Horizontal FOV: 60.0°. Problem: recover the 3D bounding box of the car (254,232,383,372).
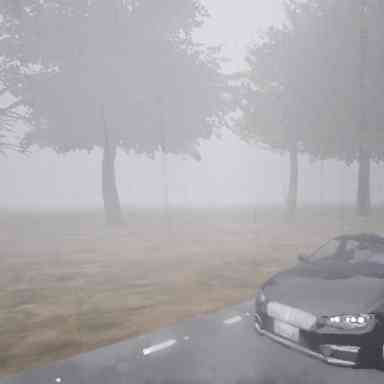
[{"bbox_3d":[3.147,1.505,5.729,4.902,1.511,2.128,0,0,-37],"label":"car"}]
